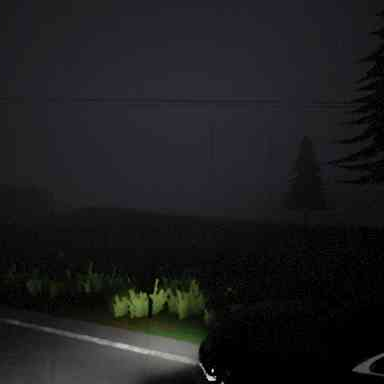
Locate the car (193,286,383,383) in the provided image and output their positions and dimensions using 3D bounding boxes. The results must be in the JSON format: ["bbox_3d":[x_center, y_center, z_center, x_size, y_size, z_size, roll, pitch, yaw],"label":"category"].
[{"bbox_3d":[2.388,1.504,2.665,4.892,1.490,1.837,0,0,23],"label":"car"}]
